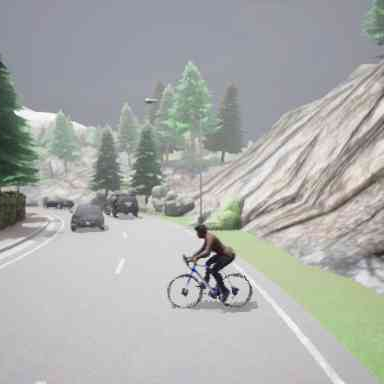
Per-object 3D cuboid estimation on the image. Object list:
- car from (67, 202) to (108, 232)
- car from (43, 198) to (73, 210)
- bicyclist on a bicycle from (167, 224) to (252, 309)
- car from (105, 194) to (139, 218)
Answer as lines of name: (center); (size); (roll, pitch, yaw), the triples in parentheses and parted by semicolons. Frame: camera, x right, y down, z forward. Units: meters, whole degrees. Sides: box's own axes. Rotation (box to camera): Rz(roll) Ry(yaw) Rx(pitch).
car: (-6.318, 1.498, 20.392); (1.837, 1.490, 4.892); (0, -1, -16)
car: (-17.419, 1.473, 43.303); (4.902, 1.511, 2.128); (0, 0, 34)
bicyclist on a bicycle: (0.342, 1.450, 6.406); (1.656, 1.620, 0.582); (0, 0, -3)
car: (-6.540, 1.208, 30.445); (2.150, 2.045, 5.566); (0, 0, -26)
